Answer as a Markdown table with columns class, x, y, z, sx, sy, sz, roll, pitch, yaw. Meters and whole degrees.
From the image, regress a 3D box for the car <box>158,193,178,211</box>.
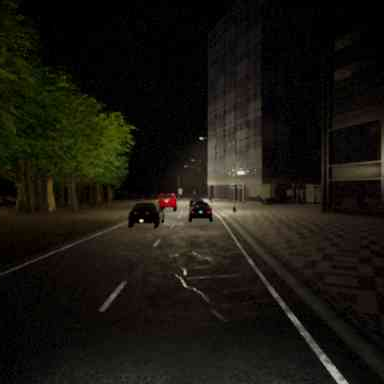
| class | x | y | z | sx | sy | sz | roll | pitch | yaw |
| --- | --- | --- | --- | --- | --- | --- | --- | --- | --- |
| car | -2.910 | 1.161 | 39.677 | 2.150 | 2.045 | 5.566 | 0 | 0 | -2 |

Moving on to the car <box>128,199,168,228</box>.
| class | x | y | z | sx | sy | sz | roll | pitch | yaw |
| --- | --- | --- | --- | --- | --- | --- | --- | --- | --- |
| car | -2.928 | 1.463 | 22.069 | 1.837 | 1.490 | 4.892 | 0 | 0 | 1 |

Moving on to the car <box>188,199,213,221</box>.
| class | x | y | z | sx | sy | sz | roll | pitch | yaw |
| --- | --- | --- | --- | --- | --- | --- | --- | --- | --- |
| car | 0.662 | 1.503 | 26.479 | 2.033 | 1.411 | 5.357 | 0 | 0 | 1 |

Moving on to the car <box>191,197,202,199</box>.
| class | x | y | z | sx | sy | sz | roll | pitch | yaw |
| --- | --- | --- | --- | --- | --- | --- | --- | --- | --- |
| car | 0.503 | 1.440 | 41.806 | 1.837 | 1.490 | 4.892 | 0 | 0 | -2 |
